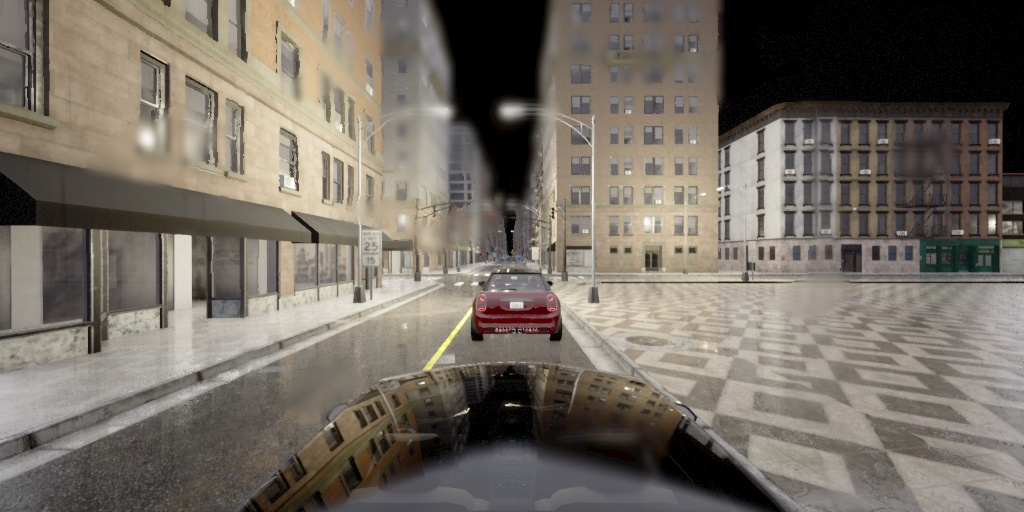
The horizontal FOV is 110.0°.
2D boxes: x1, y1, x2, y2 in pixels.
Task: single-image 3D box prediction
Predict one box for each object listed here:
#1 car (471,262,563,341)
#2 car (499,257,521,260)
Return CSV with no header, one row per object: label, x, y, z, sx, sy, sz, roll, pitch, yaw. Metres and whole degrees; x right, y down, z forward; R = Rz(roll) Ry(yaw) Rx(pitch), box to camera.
car,0.105,1.101,10.015,2.097,1.767,4.553,0,0,0
car,0.056,1.101,19.832,2.097,1.767,4.553,0,0,-1
